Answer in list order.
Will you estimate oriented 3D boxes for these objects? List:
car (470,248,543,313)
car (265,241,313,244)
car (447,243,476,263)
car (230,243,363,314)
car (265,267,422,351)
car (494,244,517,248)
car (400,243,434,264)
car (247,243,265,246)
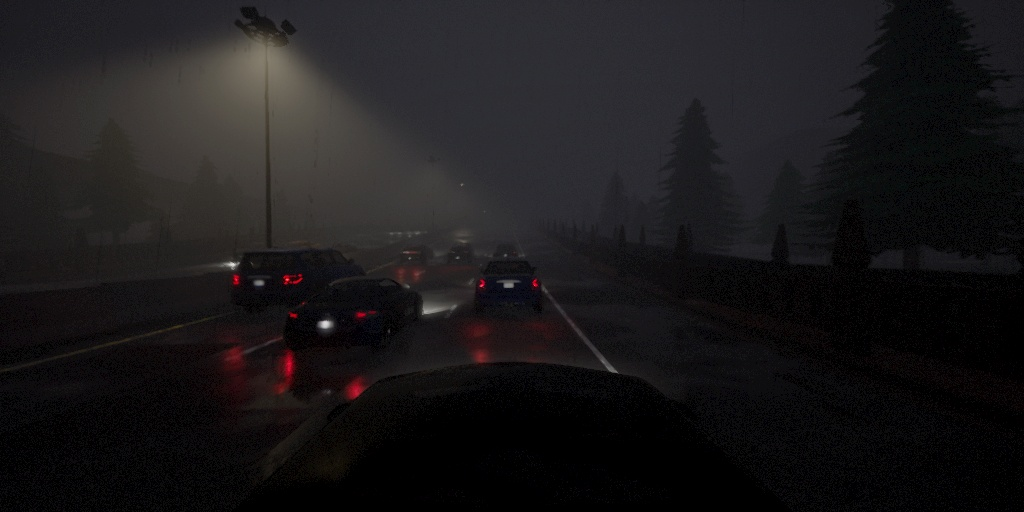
[{"bbox_3d":[-0.141,0.785,12.697,2.097,1.767,4.553,0,3,-1],"label":"car"},{"bbox_3d":[-18.243,-0.496,30.594,1.882,1.535,5.008,0,7,-1],"label":"car"},{"bbox_3d":[-4.003,-0.331,28.594,2.128,1.511,4.902,0,6,-1],"label":"car"},{"bbox_3d":[-7.140,0.707,12.729,2.150,2.045,5.566,0,3,-1],"label":"car"},{"bbox_3d":[-3.558,1.189,8.768,1.994,1.385,4.181,0,2,-1],"label":"car"},{"bbox_3d":[-0.512,-0.327,29.028,1.994,1.385,4.181,0,6,-1],"label":"car"},{"bbox_3d":[-7.502,-0.302,28.520,2.128,1.511,4.902,0,6,-1],"label":"car"},{"bbox_3d":[-21.743,-0.391,30.621,1.994,1.385,4.181,0,7,-1],"label":"car"}]
